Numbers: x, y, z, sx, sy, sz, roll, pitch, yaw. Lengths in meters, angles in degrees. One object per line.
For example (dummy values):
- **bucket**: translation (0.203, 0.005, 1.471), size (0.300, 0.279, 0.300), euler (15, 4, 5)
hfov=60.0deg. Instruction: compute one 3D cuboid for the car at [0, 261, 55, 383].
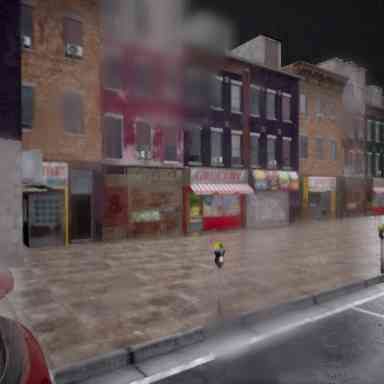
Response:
- **car**: translation (-2.902, 1.312, 0.749), size (5.009, 1.841, 2.192), euler (0, 0, -35)
